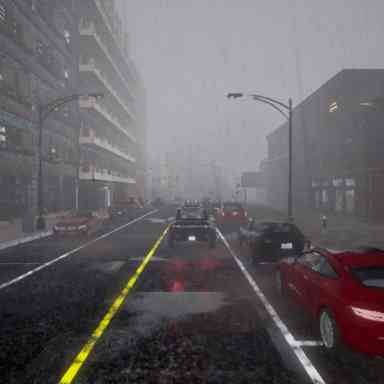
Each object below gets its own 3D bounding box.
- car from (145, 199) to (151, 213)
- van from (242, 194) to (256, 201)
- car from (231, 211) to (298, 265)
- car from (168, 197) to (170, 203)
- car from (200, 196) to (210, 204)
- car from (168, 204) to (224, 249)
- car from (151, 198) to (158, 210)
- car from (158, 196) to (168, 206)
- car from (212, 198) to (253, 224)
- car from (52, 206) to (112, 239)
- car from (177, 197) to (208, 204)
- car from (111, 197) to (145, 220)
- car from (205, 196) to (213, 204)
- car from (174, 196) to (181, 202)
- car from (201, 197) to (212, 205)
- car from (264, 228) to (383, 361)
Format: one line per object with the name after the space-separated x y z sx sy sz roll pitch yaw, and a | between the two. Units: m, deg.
-5.695 1.457 34.302 1.967 1.590 4.097 0 0 0 | car
14.658 1.510 84.940 3.998 1.788 1.690 0 0 0 | van
2.687 1.567 11.511 1.947 1.339 4.313 0 0 0 | car
-5.696 1.604 74.008 1.752 1.417 4.829 0 0 0 | car
2.685 1.593 68.647 1.752 1.417 4.829 0 0 0 | car
0.000 1.499 14.651 2.128 1.511 4.902 0 0 0 | car
-5.695 1.573 39.998 2.008 1.369 4.403 0 0 0 | car
-5.695 1.612 57.088 1.947 1.339 4.313 0 0 0 | car
2.685 1.448 22.904 1.967 1.590 4.097 0 0 0 | car
-5.694 1.586 17.211 1.802 1.307 4.206 0 0 0 | car
0.000 1.509 29.651 2.128 1.511 4.902 0 0 0 | car
-5.696 1.327 28.604 2.192 1.841 5.009 0 0 0 | car
2.686 1.573 39.994 2.008 1.369 4.403 0 0 0 | car
-3.000 1.527 74.694 1.994 1.385 4.181 0 0 0 | car
2.685 1.601 62.780 1.887 1.381 4.507 0 0 0 | car
2.687 1.581 5.815 1.802 1.307 4.206 0 0 0 | car
